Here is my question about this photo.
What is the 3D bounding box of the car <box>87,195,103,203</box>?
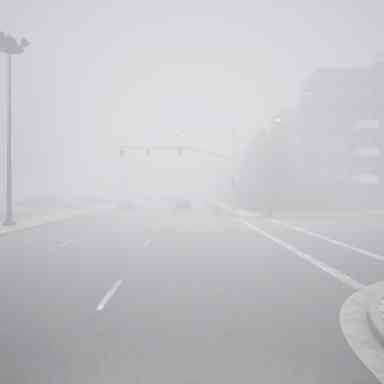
[{"bbox_3d":[-19.789,1.450,67.952,1.882,1.535,5.008,0,0,0],"label":"car"}]

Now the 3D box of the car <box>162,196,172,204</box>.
[{"bbox_3d":[-4.690,1.452,64.932,1.882,1.535,5.008,0,0,0],"label":"car"}]

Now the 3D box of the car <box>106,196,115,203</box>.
[{"bbox_3d":[-16.299,1.465,66.189,2.128,1.511,4.902,0,0,0],"label":"car"}]

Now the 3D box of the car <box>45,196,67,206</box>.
[{"bbox_3d":[-23.328,1.482,57.339,1.837,1.490,4.892,0,0,0],"label":"car"}]

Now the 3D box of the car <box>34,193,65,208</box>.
[{"bbox_3d":[-19.818,1.203,47.535,2.150,2.045,5.566,0,0,0],"label":"car"}]

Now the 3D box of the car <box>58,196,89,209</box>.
[{"bbox_3d":[-16.319,1.583,45.917,1.895,1.301,4.718,0,0,0],"label":"car"}]

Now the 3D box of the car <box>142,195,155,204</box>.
[{"bbox_3d":[-8.189,1.327,63.036,2.097,1.767,4.553,0,0,0],"label":"car"}]

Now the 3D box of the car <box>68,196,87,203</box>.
[{"bbox_3d":[-23.289,1.512,67.998,2.033,1.411,5.357,0,0,0],"label":"car"}]

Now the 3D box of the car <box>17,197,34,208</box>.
[{"bbox_3d":[-23.309,1.459,47.970,1.882,1.535,5.008,0,0,0],"label":"car"}]

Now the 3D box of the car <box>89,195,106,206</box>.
[{"bbox_3d":[-16.344,1.484,55.356,1.837,1.490,4.892,0,0,1],"label":"car"}]

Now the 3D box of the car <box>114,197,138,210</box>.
[{"bbox_3d":[-8.094,1.547,41.941,1.994,1.385,4.181,0,0,-1],"label":"car"}]

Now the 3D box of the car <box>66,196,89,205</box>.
[{"bbox_3d":[-19.828,1.525,57.785,2.033,1.411,5.357,0,0,1],"label":"car"}]

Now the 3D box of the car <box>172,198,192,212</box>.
[{"bbox_3d":[-1.064,1.489,38.806,1.837,1.490,4.892,0,0,-1],"label":"car"}]
